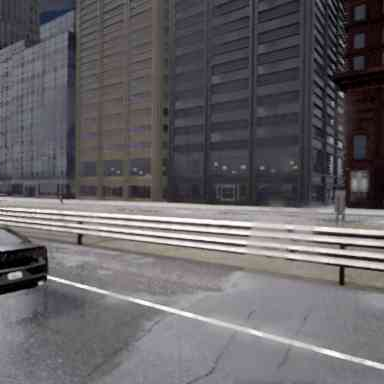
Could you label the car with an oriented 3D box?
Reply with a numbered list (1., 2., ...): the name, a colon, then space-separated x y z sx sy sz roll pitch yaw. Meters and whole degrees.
1. car: -5.420 1.455 7.856 5.008 1.535 1.882 0 0 35
